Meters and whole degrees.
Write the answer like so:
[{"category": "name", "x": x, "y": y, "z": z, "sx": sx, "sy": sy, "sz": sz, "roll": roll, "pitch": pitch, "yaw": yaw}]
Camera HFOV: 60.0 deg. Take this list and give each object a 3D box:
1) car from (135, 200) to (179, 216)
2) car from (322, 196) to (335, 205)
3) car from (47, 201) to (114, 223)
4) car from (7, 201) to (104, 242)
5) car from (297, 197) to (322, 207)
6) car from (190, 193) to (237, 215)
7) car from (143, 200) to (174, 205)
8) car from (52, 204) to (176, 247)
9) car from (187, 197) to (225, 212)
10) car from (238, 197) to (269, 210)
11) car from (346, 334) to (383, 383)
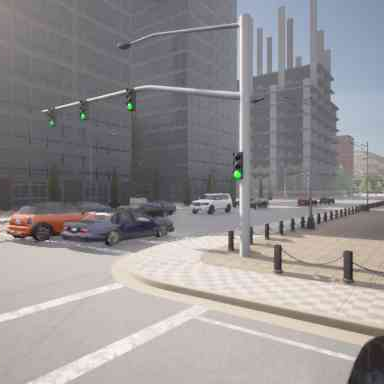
[{"category": "car", "x": -3.389, "y": 1.508, "z": 32.682, "sx": 1.994, "sy": 1.385, "sz": 4.181, "roll": 0, "pitch": 0, "yaw": 36}, {"category": "car", "x": 23.341, "y": 1.449, "z": 57.480, "sx": 1.837, "sy": 1.490, "sz": 4.892, "roll": 0, "pitch": 0, "yaw": 36}, {"category": "car", "x": -8.468, "y": 1.470, "z": 25.645, "sx": 1.812, "sy": 1.442, "sz": 4.674, "roll": 0, "pitch": 0, "yaw": 38}, {"category": "car", "x": -6.331, "y": 1.296, "z": 16.283, "sx": 2.097, "sy": 1.767, "sz": 4.553, "roll": 0, "pitch": 0, "yaw": 36}, {"category": "car", "x": 17.008, "y": 1.422, "z": 48.678, "sx": 1.882, "sy": 1.535, "sz": 5.008, "roll": 0, "pitch": 0, "yaw": 36}, {"category": "car", "x": 2.109, "y": 1.166, "z": 34.319, "sx": 2.150, "sy": 2.045, "sz": 5.566, "roll": 0, "pitch": 0, "yaw": 36}, {"category": "car", "x": -3.599, "y": 1.545, "z": 26.404, "sx": 1.895, "sy": 1.301, "sz": 4.718, "roll": 0, "pitch": 0, "yaw": 36}, {"category": "car", "x": -3.068, "y": 1.491, "z": 14.824, "sx": 2.033, "sy": 1.411, "sz": 5.357, "roll": 0, "pitch": 0, "yaw": 36}, {"category": "car", "x": 1.751, "y": 1.436, "z": 39.809, "sx": 2.128, "sy": 1.511, "sz": 4.902, "roll": 0, "pitch": 0, "yaw": 36}, {"category": "car", "x": 8.210, "y": 1.422, "z": 42.772, "sx": 1.882, "sy": 1.535, "sz": 5.008, "roll": 0, "pitch": 0, "yaw": 36}, {"category": "car", "x": 3.036, "y": 1.564, "z": 1.803, "sx": 4.181, "sy": 1.385, "sz": 1.994, "roll": 0, "pitch": 0, "yaw": 36}]
